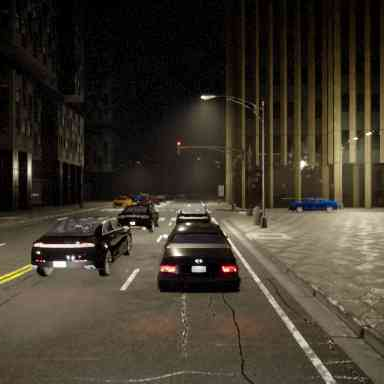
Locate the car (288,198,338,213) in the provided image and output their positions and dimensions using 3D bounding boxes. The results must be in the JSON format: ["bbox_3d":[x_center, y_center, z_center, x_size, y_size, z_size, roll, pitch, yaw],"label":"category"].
[{"bbox_3d":[12.715,1.369,35.075,5.008,1.535,1.882,0,0,1],"label":"car"}]

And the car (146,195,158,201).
[{"bbox_3d":[-9.346,1.329,78.238,2.033,1.411,5.357,0,0,0],"label":"car"}]

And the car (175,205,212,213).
[{"bbox_3d":[0.095,1.476,18.724,2.128,1.511,4.902,0,0,0],"label":"car"}]

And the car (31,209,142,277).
[{"bbox_3d":[-3.099,1.487,10.255,2.128,1.511,4.902,0,0,0],"label":"car"}]

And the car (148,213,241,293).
[{"bbox_3d":[0.145,1.544,8.980,2.033,1.411,5.357,0,0,0],"label":"car"}]

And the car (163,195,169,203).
[{"bbox_3d":[-6.209,1.448,64.939,1.895,1.301,4.718,0,0,1],"label":"car"}]

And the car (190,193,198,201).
[{"bbox_3d":[0.399,1.291,77.124,1.837,1.490,4.892,0,0,0],"label":"car"}]

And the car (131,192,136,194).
[{"bbox_3d":[-9.542,1.102,56.480,2.150,2.045,5.566,0,0,1],"label":"car"}]

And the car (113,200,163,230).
[{"bbox_3d":[-3.052,1.460,19.631,1.882,1.535,5.008,0,0,0],"label":"car"}]

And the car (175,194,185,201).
[{"bbox_3d":[-2.851,1.316,77.142,2.128,1.511,4.902,0,0,0],"label":"car"}]

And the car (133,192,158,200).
[{"bbox_3d":[-6.302,1.272,45.526,2.097,1.767,4.553,0,0,-1],"label":"car"}]

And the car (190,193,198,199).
[{"bbox_3d":[0.454,1.117,87.546,2.128,1.511,4.902,0,0,0],"label":"car"}]

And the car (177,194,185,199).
[{"bbox_3d":[-2.796,1.187,87.594,1.895,1.301,4.718,0,0,0],"label":"car"}]

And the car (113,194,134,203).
[{"bbox_3d":[-9.611,1.396,46.143,1.882,1.535,5.008,0,0,0],"label":"car"}]

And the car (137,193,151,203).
[{"bbox_3d":[-9.441,1.194,66.271,2.097,1.767,4.553,0,0,1],"label":"car"}]

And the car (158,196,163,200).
[{"bbox_3d":[-6.315,1.452,54.502,1.994,1.385,4.181,0,0,0],"label":"car"}]
